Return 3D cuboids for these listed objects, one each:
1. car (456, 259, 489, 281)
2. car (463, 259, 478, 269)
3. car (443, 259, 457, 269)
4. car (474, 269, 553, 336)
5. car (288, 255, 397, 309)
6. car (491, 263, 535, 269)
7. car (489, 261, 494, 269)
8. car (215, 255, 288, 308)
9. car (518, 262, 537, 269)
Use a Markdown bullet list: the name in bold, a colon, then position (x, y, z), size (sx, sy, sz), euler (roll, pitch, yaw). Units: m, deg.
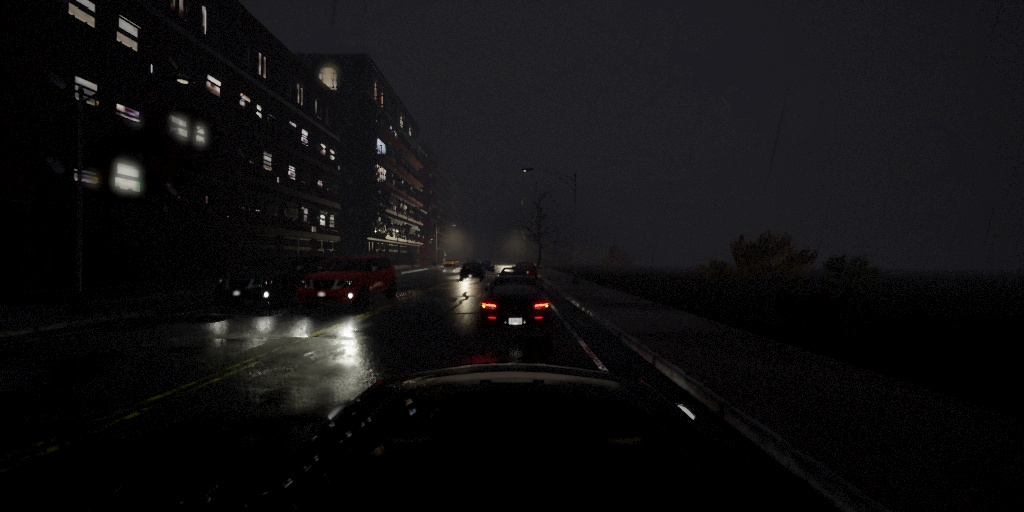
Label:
- **car**: position (-3.218, 1.259, 29.988), size (1.837, 1.490, 4.892), euler (0, 0, 0)
- **car**: position (-6.717, 1.257, 58.714), size (1.837, 1.490, 4.892), euler (0, 0, 0)
- **car**: position (-9.965, 1.229, 58.836), size (1.882, 1.535, 5.008), euler (0, 0, 0)
- **car**: position (0.072, 1.277, 10.239), size (1.812, 1.442, 4.674), euler (0, 0, 0)
- **car**: position (-6.634, 0.973, 15.241), size (2.150, 2.045, 5.566), euler (0, 0, 0)
- **car**: position (0.057, 1.317, 20.407), size (1.994, 1.385, 4.181), euler (0, 0, 0)
- **car**: position (-3.248, 1.317, 44.999), size (1.994, 1.385, 4.181), euler (0, 0, 0)
- **car**: position (-9.883, 0.973, 15.619), size (2.150, 2.045, 5.566), euler (0, 0, 0)
- **car**: position (1.071, 1.231, 29.935), size (1.882, 1.535, 5.008), euler (0, 0, 0)
